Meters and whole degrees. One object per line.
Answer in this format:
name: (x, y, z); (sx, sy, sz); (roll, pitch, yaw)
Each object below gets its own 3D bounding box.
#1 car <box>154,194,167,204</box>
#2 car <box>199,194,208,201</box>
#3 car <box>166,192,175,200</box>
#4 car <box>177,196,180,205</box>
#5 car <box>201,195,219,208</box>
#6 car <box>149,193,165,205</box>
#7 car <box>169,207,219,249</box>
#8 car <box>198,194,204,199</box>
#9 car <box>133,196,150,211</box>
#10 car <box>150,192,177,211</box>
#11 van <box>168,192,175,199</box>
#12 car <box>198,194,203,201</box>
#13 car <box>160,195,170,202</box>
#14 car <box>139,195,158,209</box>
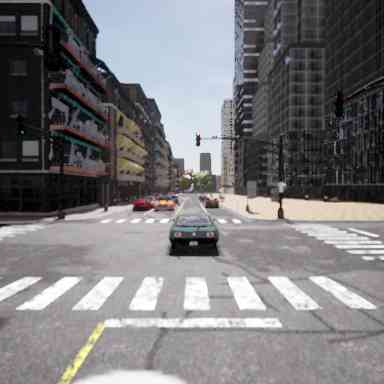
car: (-5.735, 1.230, 60.993); (1.967, 1.590, 4.097); (-1, 0, 0)
car: (2.605, 1.281, 78.003); (1.887, 1.381, 4.507); (-1, 0, 0)
car: (-5.752, 1.017, 89.238); (2.192, 1.841, 5.009); (-1, 0, 0)
car: (-3.091, 1.315, 54.912); (1.837, 1.490, 4.892); (0, 0, 0)
car: (2.623, 1.389, 44.109); (1.887, 1.381, 4.507); (-1, 0, 0)
car: (-5.734, 1.123, 55.345); (2.192, 1.841, 5.009); (-1, 0, 0)
car: (0.080, 1.570, 14.545); (1.895, 1.301, 4.718); (0, 1, 0)
car: (2.595, 1.209, 95.120); (1.752, 1.417, 4.829); (-1, 0, 0)
car: (-5.721, 1.408, 38.398); (1.887, 1.381, 4.507); (-1, 0, 0)
car: (-3.114, 1.218, 37.548); (2.097, 1.767, 4.553); (0, 0, 0)
van: (-5.755, 1.026, 94.886); (1.690, 1.788, 3.998); (-1, 0, 0)
car: (2.611, 1.322, 66.705); (2.008, 1.369, 4.403); (-1, 0, 0)
car: (-5.739, 1.336, 72.292); (1.802, 1.307, 4.206); (-1, 0, 0)
car: (-5.726, 1.285, 44.047); (1.967, 1.590, 4.097); (-1, 0, 0)
